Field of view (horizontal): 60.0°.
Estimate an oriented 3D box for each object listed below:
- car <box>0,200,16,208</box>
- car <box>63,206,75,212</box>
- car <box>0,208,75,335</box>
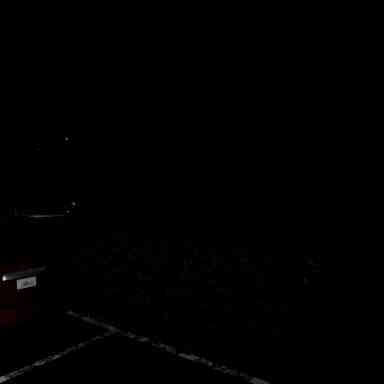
[{"bbox_3d":[-18.271,1.502,29.784,2.097,1.767,4.553,-1,-1,37],"label":"car"},{"bbox_3d":[-12.196,1.837,37.970,1.895,1.301,4.718,-1,-1,36],"label":"car"},{"bbox_3d":[-4.171,1.316,5.927,5.009,1.841,2.192,0,-1,36],"label":"car"}]
